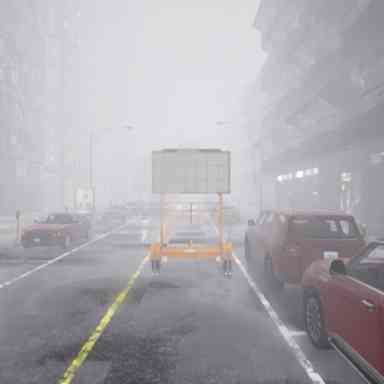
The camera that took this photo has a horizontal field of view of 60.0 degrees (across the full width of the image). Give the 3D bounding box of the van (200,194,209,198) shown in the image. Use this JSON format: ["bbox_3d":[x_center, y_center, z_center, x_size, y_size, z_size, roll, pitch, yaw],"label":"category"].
[{"bbox_3d":[2.595,1.293,54.091,1.690,1.788,3.998,1,0,0],"label":"van"}]

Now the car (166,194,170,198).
[{"bbox_3d":[-5.811,1.519,65.423,1.802,1.307,4.206,1,0,0],"label":"car"}]

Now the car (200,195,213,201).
[{"bbox_3d":[2.603,1.525,48.434,1.947,1.339,4.313,1,0,0],"label":"car"}]

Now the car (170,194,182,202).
[{"bbox_3d":[-3.139,1.406,69.037,1.882,1.535,5.008,0,0,0],"label":"car"}]

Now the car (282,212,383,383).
[{"bbox_3d":[2.697,1.314,3.180,2.192,1.841,5.009,1,0,0],"label":"car"}]

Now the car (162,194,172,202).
[{"bbox_3d":[-5.832,1.359,76.736,1.967,1.590,4.097,1,0,0],"label":"car"}]

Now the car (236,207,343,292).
[{"bbox_3d":[2.685,1.311,8.838,2.192,1.841,5.009,1,0,0],"label":"car"}]

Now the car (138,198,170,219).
[{"bbox_3d":[-3.157,1.508,28.804,1.812,1.442,4.674,0,0,0],"label":"car"}]

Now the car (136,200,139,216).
[{"bbox_3d":[-5.743,1.525,31.481,1.887,1.381,4.507,1,0,0],"label":"car"}]

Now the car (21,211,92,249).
[{"bbox_3d":[-5.709,1.538,14.511,1.887,1.381,4.507,1,0,0],"label":"car"}]

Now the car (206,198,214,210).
[{"bbox_3d":[2.637,1.546,31.464,1.947,1.339,4.313,1,0,0],"label":"car"}]

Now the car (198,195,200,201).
[{"bbox_3d":[2.546,1.501,76.717,1.802,1.307,4.206,1,0,0],"label":"car"}]

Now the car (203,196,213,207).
[{"bbox_3d":[2.626,1.524,37.121,2.008,1.369,4.403,1,0,0],"label":"car"}]

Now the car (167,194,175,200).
[{"bbox_3d":[-5.865,1.327,93.707,1.967,1.590,4.097,1,0,0],"label":"car"}]

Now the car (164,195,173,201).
[{"bbox_3d":[-5.845,1.491,82.392,1.802,1.307,4.206,1,0,0],"label":"car"}]

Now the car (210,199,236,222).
[{"bbox_3d":[2.649,1.510,25.978,1.752,1.417,4.829,1,0,0],"label":"car"}]

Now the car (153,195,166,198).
[{"bbox_3d":[-5.787,1.392,54.110,1.967,1.590,4.097,1,0,0],"label":"car"}]

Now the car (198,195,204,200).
[{"bbox_3d":[2.513,1.469,93.688,1.802,1.307,4.206,1,0,0],"label":"car"}]

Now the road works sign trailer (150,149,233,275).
[{"bbox_3d":[-0.020,0.460,10.396,2.380,3.560,2.880,0,0,0],"label":"road works sign trailer"}]

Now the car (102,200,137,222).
[{"bbox_3d":[-5.733,1.567,25.824,1.802,1.307,4.206,1,0,0],"label":"car"}]
